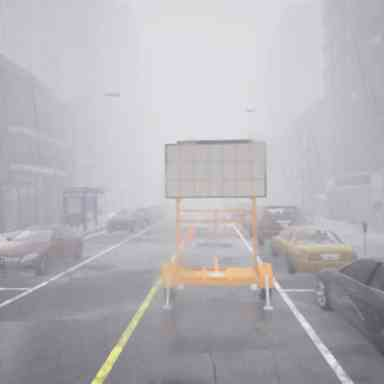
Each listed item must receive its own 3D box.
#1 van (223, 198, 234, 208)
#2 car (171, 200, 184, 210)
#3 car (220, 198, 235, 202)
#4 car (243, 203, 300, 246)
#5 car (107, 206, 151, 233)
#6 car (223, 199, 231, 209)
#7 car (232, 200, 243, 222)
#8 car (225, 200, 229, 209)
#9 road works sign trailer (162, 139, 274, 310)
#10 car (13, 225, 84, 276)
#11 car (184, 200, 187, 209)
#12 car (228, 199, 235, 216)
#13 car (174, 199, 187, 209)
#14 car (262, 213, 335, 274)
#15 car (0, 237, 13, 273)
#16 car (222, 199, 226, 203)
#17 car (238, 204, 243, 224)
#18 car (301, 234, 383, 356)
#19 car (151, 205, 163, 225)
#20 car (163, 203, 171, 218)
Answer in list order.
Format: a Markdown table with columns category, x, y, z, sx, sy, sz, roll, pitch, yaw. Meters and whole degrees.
| category | x | y | z | sx | sy | sz | roll | pitch | yaw |
| --- | --- | --- | --- | --- | --- | --- | --- | --- | --- |
| van | 6.529 | 1.981 | 60.092 | 1.690 | 1.788 | 3.998 | -1 | -1 | 3 |
| car | -2.632 | 2.200 | 49.557 | 1.802 | 1.307 | 4.206 | -1 | -1 | 3 |
| car | 6.203 | 1.894 | 54.578 | 2.192 | 1.841 | 5.009 | -1 | -1 | 3 |
| car | 3.916 | 1.463 | 15.983 | 2.192 | 1.841 | 5.009 | -1 | -1 | 3 |
| car | -4.266 | 1.855 | 21.981 | 1.887 | 1.381 | 4.507 | -1 | -1 | 3 |
| car | 5.552 | 2.006 | 43.548 | 2.008 | 1.369 | 4.403 | -1 | -1 | 3 |
| car | 4.570 | 1.711 | 27.009 | 1.967 | 1.590 | 4.097 | -1 | -1 | 3 |
| car | 5.225 | 1.944 | 38.035 | 2.008 | 1.369 | 4.403 | -1 | -1 | 3 |
| road works sign trailer | 0.571 | 0.555 | 8.033 | 2.380 | 3.560 | 2.880 | -1 | -1 | 3 |
| car | -4.920 | 1.769 | 10.951 | 1.802 | 1.307 | 4.206 | -1 | -1 | 3 |
| car | -2.306 | 2.245 | 55.072 | 1.947 | 1.339 | 4.313 | -1 | -1 | 3 |
| car | 4.897 | 1.772 | 32.522 | 1.967 | 1.590 | 4.097 | -1 | -1 | 3 |
| car | -1.981 | 2.181 | 60.588 | 1.967 | 1.590 | 4.097 | -1 | -1 | 3 |
| car | 3.602 | 1.613 | 10.636 | 1.752 | 1.417 | 4.829 | -1 | -1 | 3 |
| car | -5.246 | 1.670 | 5.437 | 1.887 | 1.381 | 4.507 | -1 | -1 | 3 |
| car | 5.878 | 2.083 | 49.061 | 1.947 | 1.339 | 4.313 | -1 | -1 | 3 |
| car | 4.255 | 1.736 | 21.664 | 1.752 | 1.417 | 4.829 | -1 | -1 | 3 |
| car | 3.265 | 1.590 | 4.953 | 1.947 | 1.339 | 4.313 | -1 | -1 | 3 |
| car | -3.940 | 1.937 | 27.496 | 1.947 | 1.339 | 4.313 | -1 | -1 | 3 |
| car | -3.612 | 1.999 | 33.011 | 1.947 | 1.339 | 4.313 | -1 | -1 | 3 |
